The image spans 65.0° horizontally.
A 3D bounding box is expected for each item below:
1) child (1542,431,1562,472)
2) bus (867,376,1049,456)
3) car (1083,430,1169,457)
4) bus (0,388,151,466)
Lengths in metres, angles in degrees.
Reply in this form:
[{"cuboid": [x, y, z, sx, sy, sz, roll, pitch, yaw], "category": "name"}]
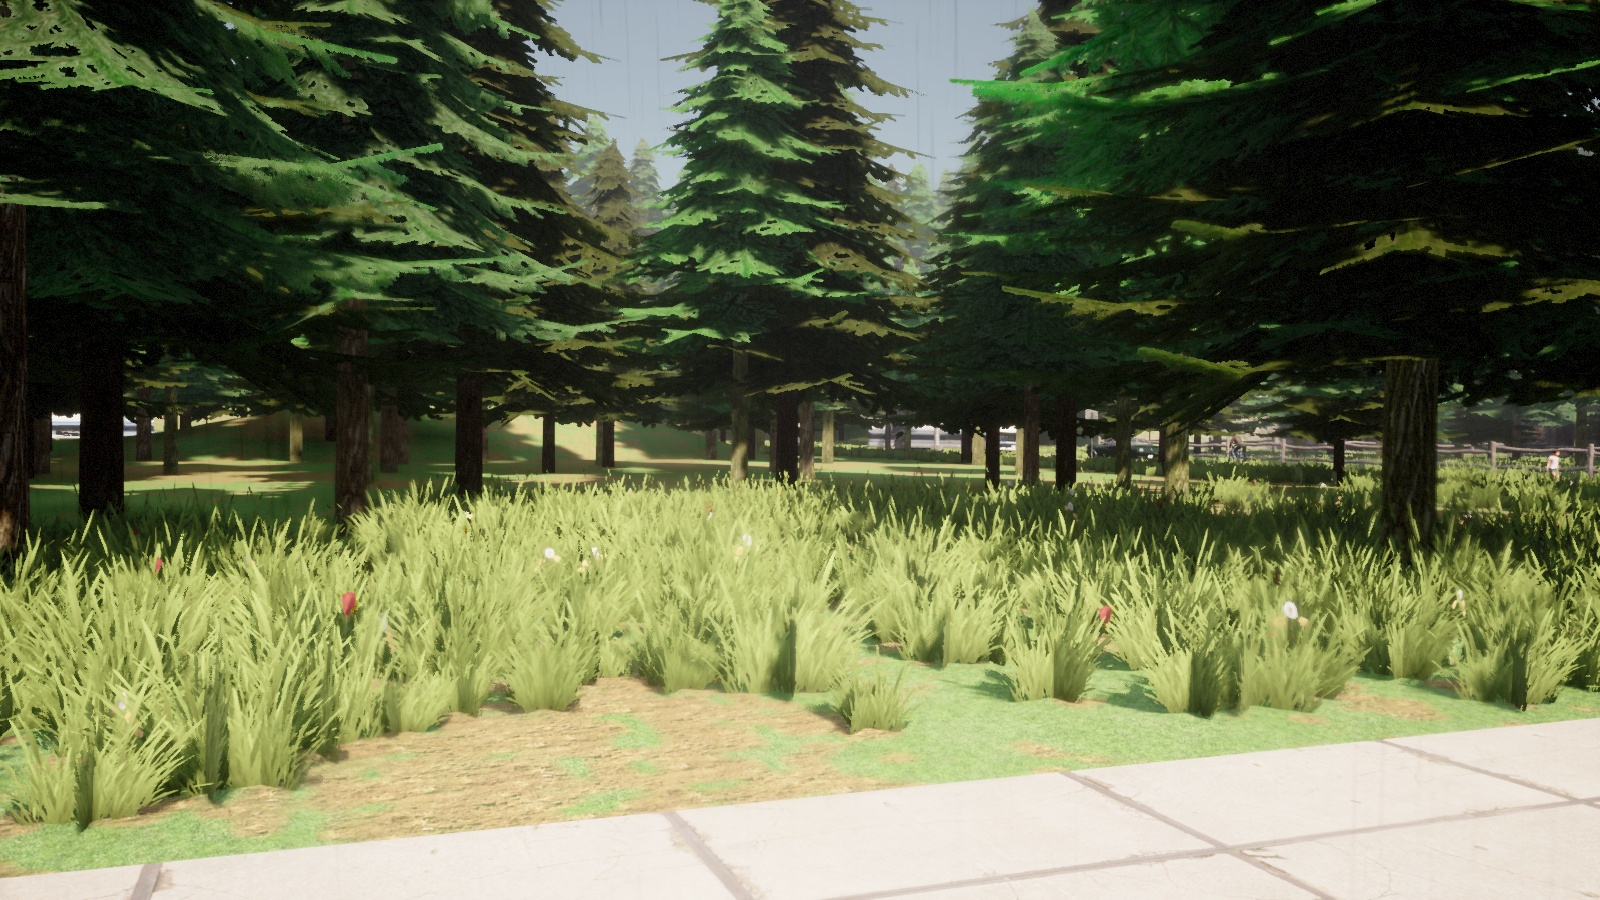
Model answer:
[{"cuboid": [20.202, 0.035, 33.750, 0.255, 1.110, 0.394, -1, 1, -21], "category": "child"}, {"cuboid": [8.880, -1.873, 72.131, 3.944, 4.253, 10.273, -1, 1, -42], "category": "bus"}, {"cuboid": [16.733, -0.362, 64.693, 1.895, 1.301, 4.718, -1, 1, -20], "category": "car"}, {"cuboid": [-43.738, -1.313, 72.553, 3.944, 4.253, 10.273, 0, 1, 44], "category": "bus"}]
